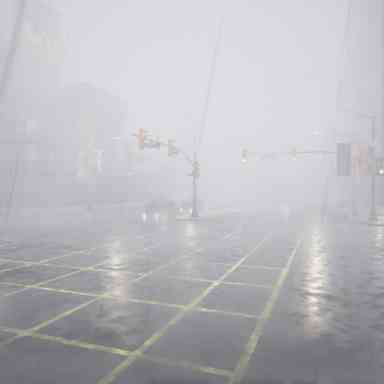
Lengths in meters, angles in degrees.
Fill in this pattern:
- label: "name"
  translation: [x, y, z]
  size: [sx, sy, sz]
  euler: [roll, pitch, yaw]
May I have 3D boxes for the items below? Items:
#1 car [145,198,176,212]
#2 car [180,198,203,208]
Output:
- label: "car"
  translation: [-3.619, 1.478, 38.969]
  size: [1.882, 1.535, 5.008]
  euler: [0, 0, 23]
- label: "car"
  translation: [-0.007, 1.601, 48.524]
  size: [1.895, 1.301, 4.718]
  euler: [0, 0, 21]
